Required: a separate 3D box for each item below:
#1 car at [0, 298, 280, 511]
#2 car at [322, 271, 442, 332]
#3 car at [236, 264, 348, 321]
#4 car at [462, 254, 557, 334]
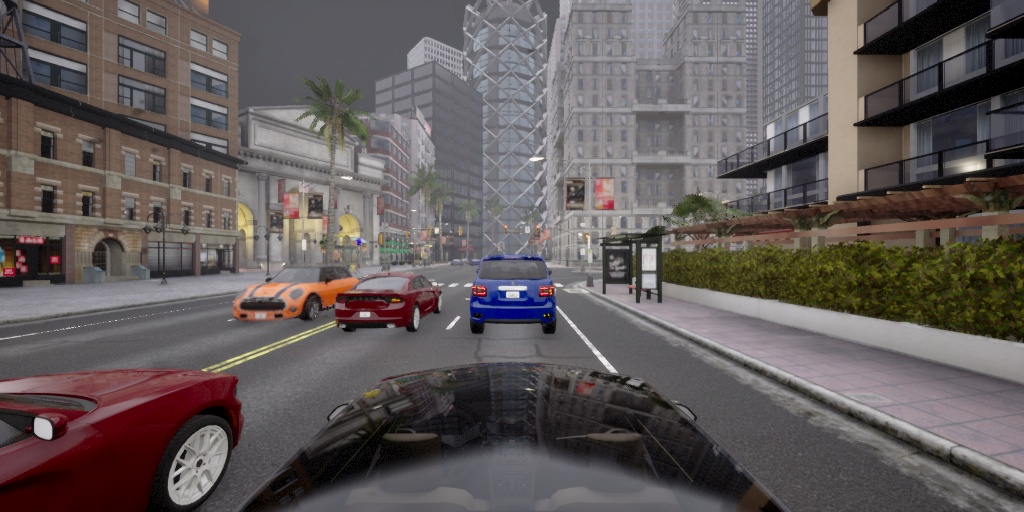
[{"bbox_3d":[-3.390,1.228,1.236,1.882,1.535,5.008,0,0,0],"label":"car"},{"bbox_3d":[-3.441,1.228,10.914,1.882,1.535,5.008,0,0,0],"label":"car"},{"bbox_3d":[-7.085,1.102,12.359,2.097,1.767,4.553,0,0,0],"label":"car"},{"bbox_3d":[0.054,0.971,10.804,2.150,2.045,5.566,0,0,1],"label":"car"}]
